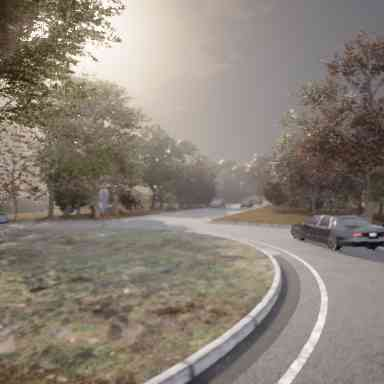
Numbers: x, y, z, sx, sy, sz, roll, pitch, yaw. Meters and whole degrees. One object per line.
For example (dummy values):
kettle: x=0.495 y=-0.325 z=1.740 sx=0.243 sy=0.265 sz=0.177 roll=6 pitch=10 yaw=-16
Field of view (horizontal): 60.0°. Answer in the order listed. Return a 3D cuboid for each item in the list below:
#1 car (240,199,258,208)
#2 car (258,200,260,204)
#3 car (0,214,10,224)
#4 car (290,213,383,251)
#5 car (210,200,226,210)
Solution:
car: x=10.325 y=2.222 z=61.805 sx=2.033 sy=1.411 sz=5.357 roll=-1 pitch=-1 yaw=20
car: x=14.901 y=2.159 z=74.570 sx=1.994 sy=1.385 sz=4.181 roll=-1 pitch=-1 yaw=20
car: x=-17.462 y=2.177 z=26.262 sx=5.357 sy=1.411 sz=2.033 roll=0 pitch=-1 yaw=-27
car: x=6.258 y=1.654 z=14.679 sx=2.033 sy=1.411 sz=5.357 roll=-1 pitch=-1 yaw=-9
car: x=4.372 y=2.192 z=55.880 sx=1.837 sy=1.490 sz=4.892 roll=-1 pitch=-1 yaw=20
